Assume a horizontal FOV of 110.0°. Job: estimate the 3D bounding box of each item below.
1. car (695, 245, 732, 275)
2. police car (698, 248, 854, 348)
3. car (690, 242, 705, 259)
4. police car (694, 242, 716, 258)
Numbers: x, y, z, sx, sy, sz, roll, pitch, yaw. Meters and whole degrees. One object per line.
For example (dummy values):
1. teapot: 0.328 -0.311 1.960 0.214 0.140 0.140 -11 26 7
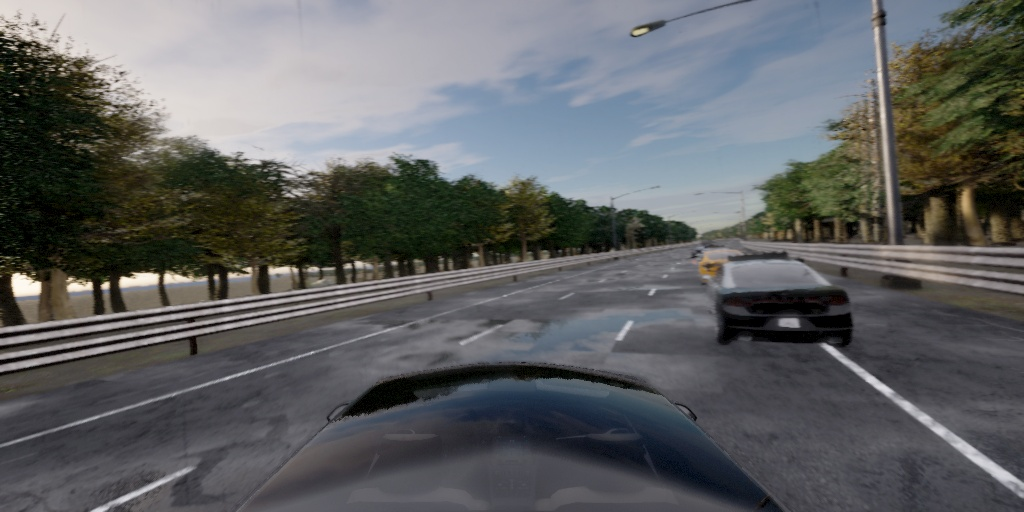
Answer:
1. car: 9.717 0.440 16.605 1.882 1.535 5.008 -5 0 27
2. police car: 5.395 0.738 7.884 1.930 1.638 5.238 -5 0 26
3. car: 21.937 -0.502 41.749 1.812 1.442 4.674 -5 0 30
4. police car: 12.447 0.166 21.960 1.930 1.638 5.238 -5 0 27
